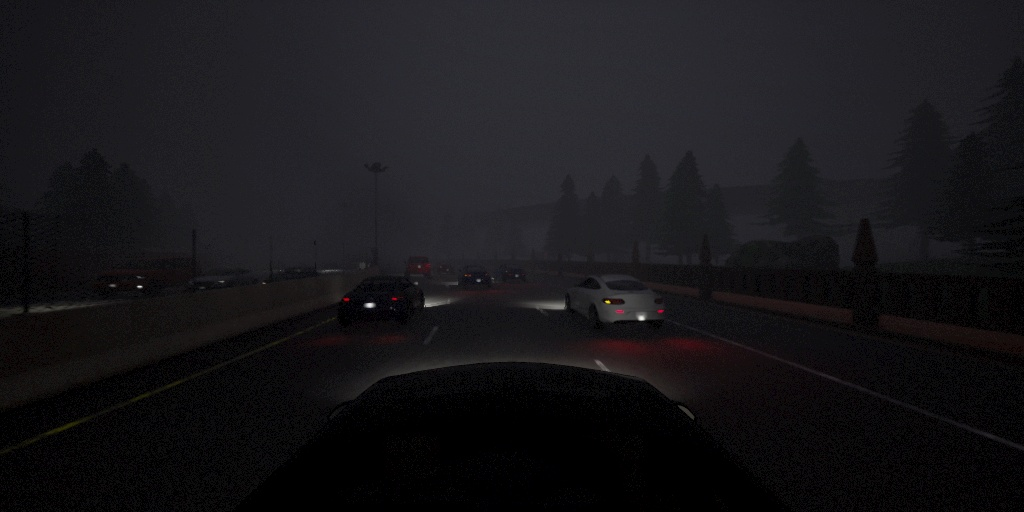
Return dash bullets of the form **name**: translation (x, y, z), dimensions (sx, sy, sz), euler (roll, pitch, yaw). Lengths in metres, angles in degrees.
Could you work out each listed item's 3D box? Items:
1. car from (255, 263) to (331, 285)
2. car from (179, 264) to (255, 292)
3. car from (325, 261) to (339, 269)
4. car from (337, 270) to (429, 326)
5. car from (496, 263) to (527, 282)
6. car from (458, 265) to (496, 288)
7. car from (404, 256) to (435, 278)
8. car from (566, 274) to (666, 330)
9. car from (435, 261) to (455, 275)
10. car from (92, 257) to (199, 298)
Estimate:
- **car**: translation (-12.940, 1.359, 21.609), dimensions (2.033, 1.411, 5.357), euler (0, 0, -13)
- **car**: translation (-16.360, 1.352, 20.628), dimensions (1.812, 1.442, 4.674), euler (0, 0, -13)
- **car**: translation (-29.442, 1.494, 58.230), dimensions (1.895, 1.301, 4.718), euler (0, 0, -33)
- **car**: translation (-4.145, 1.335, 11.915), dimensions (1.994, 1.385, 4.181), euler (0, 0, -6)
- **car**: translation (-0.224, 1.285, 28.888), dimensions (1.812, 1.442, 4.674), euler (0, 0, -15)
- **car**: translation (-2.521, 1.293, 23.769), dimensions (1.812, 1.442, 4.674), euler (0, 0, -13)
- **car**: translation (-8.896, 1.019, 33.694), dimensions (2.150, 2.045, 5.566), euler (0, 0, -18)
- **car**: translation (2.969, 1.266, 11.044), dimensions (1.812, 1.442, 4.674), euler (0, 0, -5)
- **car**: translation (-7.834, 1.321, 40.866), dimensions (1.812, 1.442, 4.674), euler (0, 0, -22)
- **car**: translation (-19.719, 1.060, 19.852), dimensions (2.150, 2.045, 5.566), euler (0, 0, -13)
